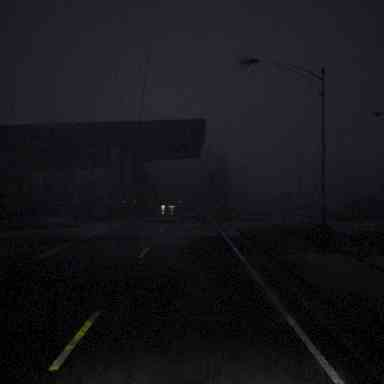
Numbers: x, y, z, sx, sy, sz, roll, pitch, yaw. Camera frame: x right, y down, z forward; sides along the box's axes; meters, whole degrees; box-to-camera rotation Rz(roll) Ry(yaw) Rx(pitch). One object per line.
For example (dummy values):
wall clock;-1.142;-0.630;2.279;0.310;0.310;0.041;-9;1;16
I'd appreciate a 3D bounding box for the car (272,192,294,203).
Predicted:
car;13.147;1.114;44.287;3.866;1.878;1.905;0;0;-1

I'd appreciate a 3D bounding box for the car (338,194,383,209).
car;21.044;1.133;41.070;4.605;1.855;1.932;0;0;-1

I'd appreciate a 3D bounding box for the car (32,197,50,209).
car;-20.857;1.512;44.533;2.242;1.667;4.611;0;0;-1

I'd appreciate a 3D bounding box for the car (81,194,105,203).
car;-19.797;1.213;66.711;4.553;1.767;2.097;0;0;0

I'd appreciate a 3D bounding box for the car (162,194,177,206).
car;-4.019;1.556;56.853;1.812;1.442;4.674;-1;1;-2

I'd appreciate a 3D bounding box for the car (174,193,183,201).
car;-3.747;1.291;85.149;2.150;2.045;5.566;0;0;0

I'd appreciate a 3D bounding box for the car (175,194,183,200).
car;-3.777;1.429;95.457;2.097;1.767;4.553;0;0;0

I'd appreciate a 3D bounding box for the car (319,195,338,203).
car;28.079;1.389;67.005;4.674;1.442;1.812;0;0;0

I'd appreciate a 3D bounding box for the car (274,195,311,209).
car;12.565;1.395;40.957;3.806;1.475;1.970;0;0;-1

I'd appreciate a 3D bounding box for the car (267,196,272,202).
car;17.873;1.088;66.942;5.566;2.045;2.150;0;0;0
